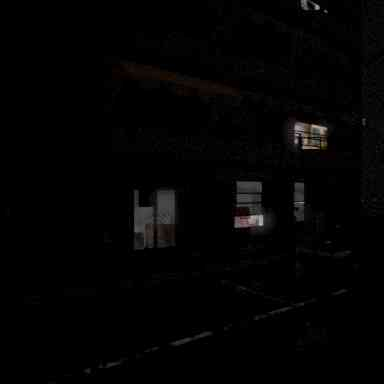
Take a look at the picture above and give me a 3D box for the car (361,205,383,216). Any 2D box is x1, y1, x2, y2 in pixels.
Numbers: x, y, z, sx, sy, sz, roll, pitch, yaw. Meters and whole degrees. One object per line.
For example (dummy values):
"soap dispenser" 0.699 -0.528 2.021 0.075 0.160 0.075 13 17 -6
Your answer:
"car" 16.822 1.888 32.091 1.895 1.301 4.718 0 -1 -36

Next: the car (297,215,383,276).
"car" 5.042 1.582 10.230 4.206 1.307 1.802 0 0 -36
